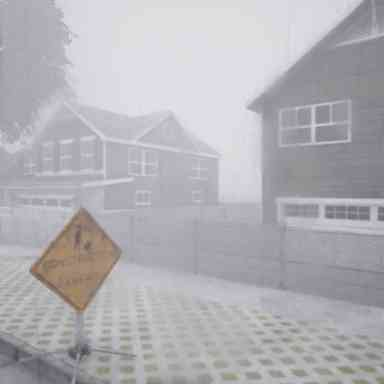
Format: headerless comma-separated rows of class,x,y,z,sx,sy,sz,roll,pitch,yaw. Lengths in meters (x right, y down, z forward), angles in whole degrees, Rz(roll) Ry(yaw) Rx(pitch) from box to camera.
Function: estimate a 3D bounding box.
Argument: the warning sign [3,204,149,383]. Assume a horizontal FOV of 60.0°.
warning sign,-1.366,1.107,4.052,1.060,1.860,1.300,0,0,36
